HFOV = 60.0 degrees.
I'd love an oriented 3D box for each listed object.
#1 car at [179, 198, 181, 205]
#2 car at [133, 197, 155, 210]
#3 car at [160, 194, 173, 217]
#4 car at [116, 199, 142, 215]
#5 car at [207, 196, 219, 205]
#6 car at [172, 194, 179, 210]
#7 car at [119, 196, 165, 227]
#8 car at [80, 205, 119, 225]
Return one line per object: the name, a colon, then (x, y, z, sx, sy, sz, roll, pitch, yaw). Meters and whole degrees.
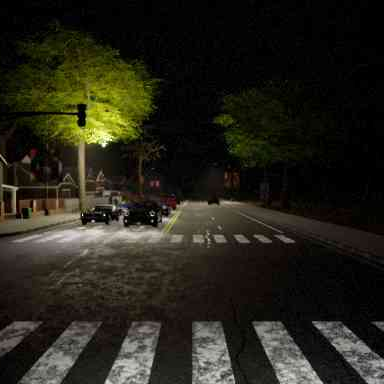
car: (-2.964, 1.521, 58.136, 1.837, 1.490, 4.892, 0, 0, 0)
car: (-6.364, 1.485, 44.652, 2.128, 1.511, 4.902, 0, 0, 1)
car: (-3.190, 1.344, 31.400, 2.097, 1.767, 4.553, 0, 0, 0)
car: (-6.415, 1.518, 34.211, 1.812, 1.442, 4.674, 0, 0, 0)
car: (3.635, 1.501, 57.460, 1.837, 1.490, 4.892, 0, 0, 0)
car: (-3.135, 1.217, 42.058, 2.150, 2.045, 5.566, 0, 0, 0)
car: (-3.235, 1.345, 22.542, 2.097, 1.767, 4.553, 0, 0, 0)
car: (-6.476, 1.594, 24.040, 1.895, 1.301, 4.718, 0, 0, 0)
